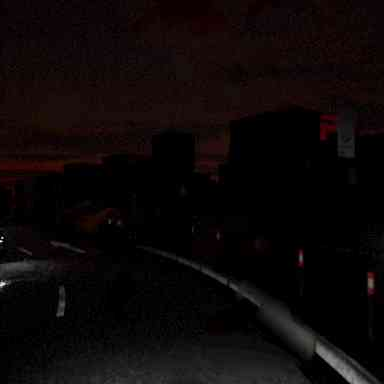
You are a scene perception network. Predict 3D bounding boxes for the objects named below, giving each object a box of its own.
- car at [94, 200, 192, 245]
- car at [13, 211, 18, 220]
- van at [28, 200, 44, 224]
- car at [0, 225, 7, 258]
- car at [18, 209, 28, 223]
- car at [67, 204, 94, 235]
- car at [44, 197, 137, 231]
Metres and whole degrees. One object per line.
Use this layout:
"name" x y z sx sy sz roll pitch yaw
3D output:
"car" -2.051 1.421 16.288 4.553 1.767 2.185 0 -1 -39
"car" -13.333 1.913 30.434 5.366 1.575 1.946 0 -2 -39
"van" -9.812 1.537 25.632 4.442 1.987 1.878 0 -1 -39
"car" -8.224 1.594 12.329 1.837 1.490 4.892 0 -1 -38
"car" -11.661 1.709 28.038 4.553 1.767 2.185 0 -2 -39
"car" -3.956 1.591 18.649 5.008 1.535 2.097 0 -1 -39
"car" -5.830 1.384 20.891 5.566 2.045 2.435 0 -1 -39
